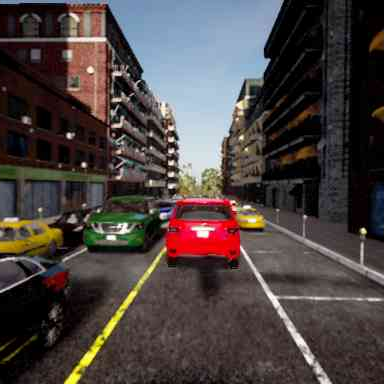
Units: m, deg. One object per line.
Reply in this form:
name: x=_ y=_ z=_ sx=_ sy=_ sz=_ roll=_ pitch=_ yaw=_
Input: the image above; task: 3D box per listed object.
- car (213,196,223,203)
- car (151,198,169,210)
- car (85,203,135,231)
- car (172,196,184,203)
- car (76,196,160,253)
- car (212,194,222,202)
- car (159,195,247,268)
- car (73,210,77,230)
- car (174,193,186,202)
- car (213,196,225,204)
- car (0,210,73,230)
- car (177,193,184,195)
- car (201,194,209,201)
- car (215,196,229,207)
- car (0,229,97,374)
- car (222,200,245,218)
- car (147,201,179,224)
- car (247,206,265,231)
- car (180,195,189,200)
car: x=5.429 y=1.592 z=70.270 sx=1.947 sy=1.339 sz=4.313 roll=0 pitch=0 yaw=2
car: x=-4.050 y=1.511 z=42.959 sx=1.802 sy=1.307 sz=4.206 roll=0 pitch=0 yaw=2
car: x=-4.941 y=1.456 z=20.711 sx=1.752 sy=1.417 sz=4.829 roll=0 pitch=0 yaw=2
car: x=-2.945 y=1.479 z=70.557 sx=2.008 sy=1.369 sz=4.403 roll=0 pitch=0 yaw=2
car: x=-2.606 y=1.183 z=13.901 sx=2.150 sy=2.045 sz=5.566 roll=1 pitch=0 yaw=2
car: x=5.648 y=1.340 z=75.790 sx=2.192 sy=1.841 sz=5.009 roll=0 pitch=0 yaw=2
car: x=0.407 y=1.229 z=11.513 sx=2.150 sy=2.045 sz=5.566 roll=1 pitch=0 yaw=3
car: x=-5.156 y=1.497 z=15.361 sx=1.947 sy=1.339 sz=4.313 roll=0 pitch=0 yaw=2
car: x=-2.726 y=1.243 z=76.077 sx=2.192 sy=1.841 sz=5.009 roll=0 pitch=0 yaw=2
car: x=5.208 y=1.577 z=64.750 sx=2.008 sy=1.369 sz=4.403 roll=0 pitch=0 yaw=2
car: x=-5.384 y=1.457 z=9.671 sx=1.752 sy=1.417 sz=4.829 roll=0 pitch=0 yaw=2
car: x=-3.166 y=1.479 z=65.038 sx=2.008 sy=1.369 sz=4.403 roll=0 pitch=0 yaw=2
car: x=3.275 y=1.367 z=83.300 sx=1.837 sy=1.490 sz=4.892 roll=1 pitch=0 yaw=2
car: x=4.765 y=1.467 z=53.711 sx=1.967 sy=1.590 sz=4.097 roll=0 pitch=0 yaw=2
car: x=-2.977 y=1.455 z=3.390 sx=2.128 sy=1.511 sz=4.902 roll=1 pitch=0 yaw=5
car: x=3.898 y=1.553 z=31.801 sx=1.752 sy=1.417 sz=4.829 roll=0 pitch=0 yaw=2
car: x=-2.125 y=1.486 z=25.602 sx=1.812 sy=1.442 sz=4.674 roll=1 pitch=0 yaw=3
car: x=3.413 y=1.553 z=20.763 sx=1.752 sy=1.417 sz=4.829 roll=0 pitch=0 yaw=2
car: x=-2.061 y=1.477 z=92.636 sx=2.008 sy=1.369 sz=4.403 roll=0 pitch=0 yaw=2
